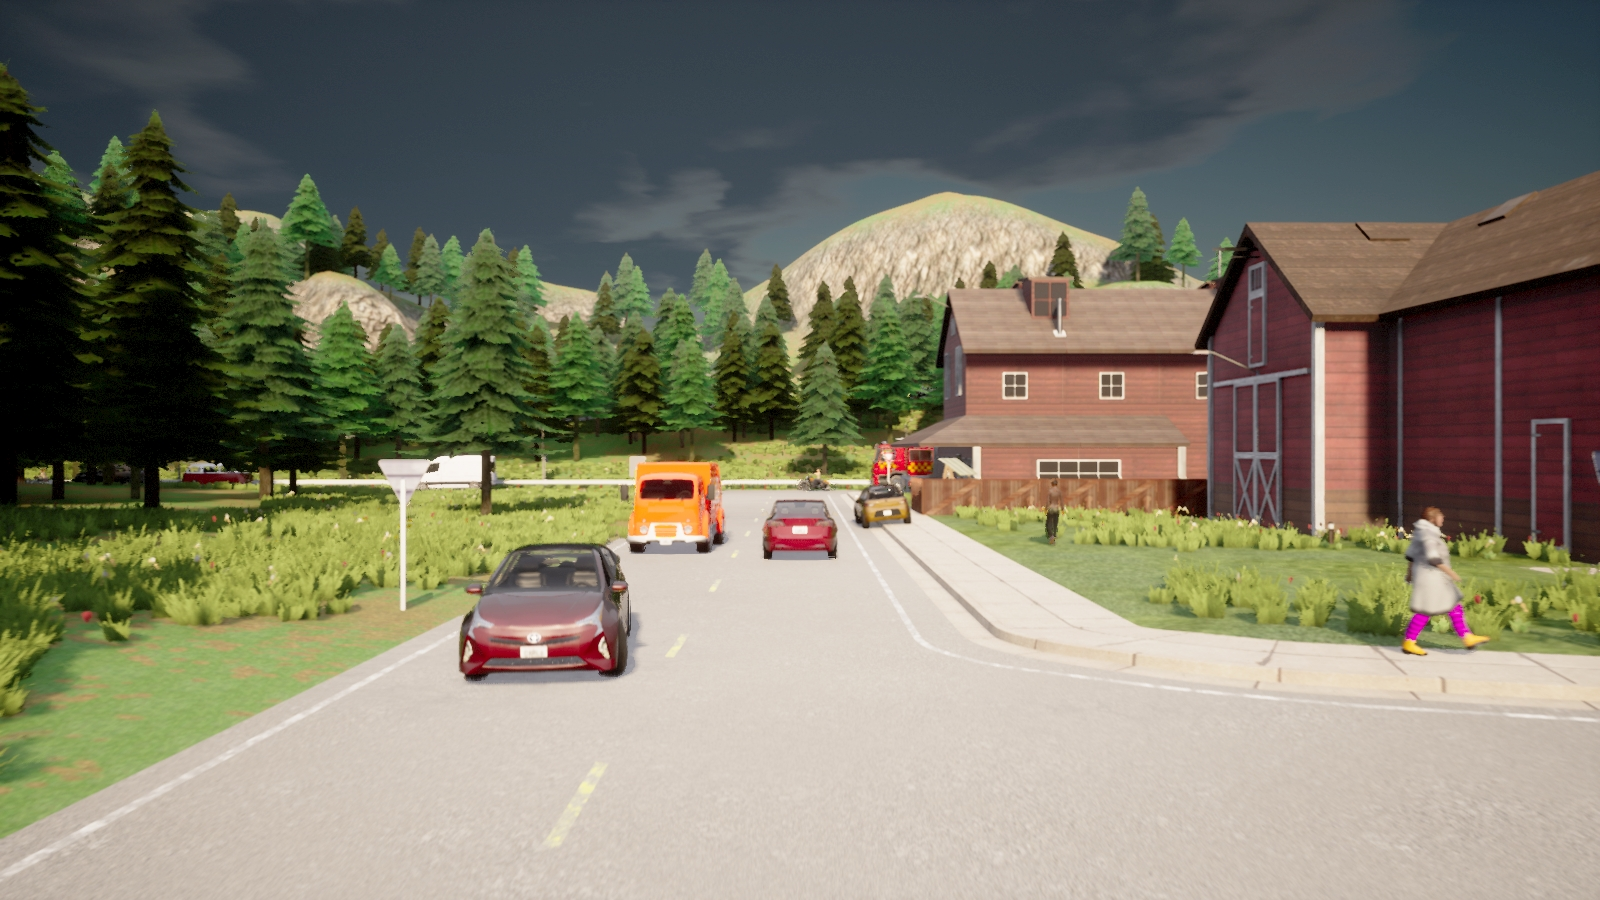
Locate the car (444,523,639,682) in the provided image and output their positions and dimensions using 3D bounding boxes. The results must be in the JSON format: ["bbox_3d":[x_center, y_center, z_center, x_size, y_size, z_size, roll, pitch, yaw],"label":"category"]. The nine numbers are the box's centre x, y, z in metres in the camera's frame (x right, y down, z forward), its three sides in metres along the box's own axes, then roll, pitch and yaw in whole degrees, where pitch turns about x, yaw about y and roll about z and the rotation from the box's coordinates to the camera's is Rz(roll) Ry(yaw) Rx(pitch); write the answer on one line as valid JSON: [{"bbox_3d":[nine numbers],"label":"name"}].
[{"bbox_3d":[-3.269,1.888,15.338,2.007,1.525,4.514,0,0,-6],"label":"car"}]

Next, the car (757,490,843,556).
[{"bbox_3d":[0.001,1.919,31.093,2.163,1.488,4.792,0,0,0],"label":"car"}]

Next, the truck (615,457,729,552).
[{"bbox_3d":[-3.497,1.430,32.366,2.627,2.467,5.204,0,0,0],"label":"truck"}]

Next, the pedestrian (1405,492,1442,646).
[{"bbox_3d":[7.736,1.456,14.186,0.375,1.860,0.375,0,0,24],"label":"pedestrian"}]

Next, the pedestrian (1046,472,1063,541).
[{"bbox_3d":[6.977,1.536,31.291,0.375,1.860,0.375,0,0,-2],"label":"pedestrian"}]
